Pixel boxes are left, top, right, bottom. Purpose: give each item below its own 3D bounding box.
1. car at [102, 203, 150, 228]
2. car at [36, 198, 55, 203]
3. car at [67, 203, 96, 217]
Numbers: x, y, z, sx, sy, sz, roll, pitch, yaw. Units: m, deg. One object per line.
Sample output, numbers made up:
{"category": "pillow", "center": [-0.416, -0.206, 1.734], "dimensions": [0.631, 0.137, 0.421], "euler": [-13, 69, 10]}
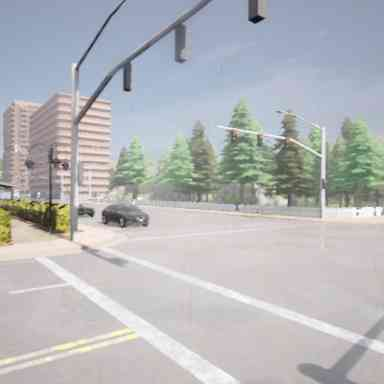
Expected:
{"category": "car", "center": [-4.661, 1.567, 22.945], "dimensions": [1.837, 1.490, 4.892], "euler": [0, 0, -37]}
{"category": "car", "center": [-18.206, 1.549, 41.023], "dimensions": [2.128, 1.511, 4.902], "euler": [0, 0, -37]}
{"category": "car", "center": [-10.624, 1.661, 30.896], "dimensions": [1.895, 1.301, 4.718], "euler": [0, 0, -37]}
